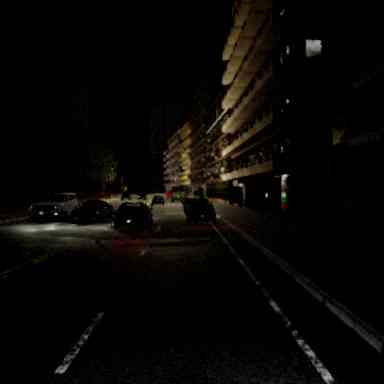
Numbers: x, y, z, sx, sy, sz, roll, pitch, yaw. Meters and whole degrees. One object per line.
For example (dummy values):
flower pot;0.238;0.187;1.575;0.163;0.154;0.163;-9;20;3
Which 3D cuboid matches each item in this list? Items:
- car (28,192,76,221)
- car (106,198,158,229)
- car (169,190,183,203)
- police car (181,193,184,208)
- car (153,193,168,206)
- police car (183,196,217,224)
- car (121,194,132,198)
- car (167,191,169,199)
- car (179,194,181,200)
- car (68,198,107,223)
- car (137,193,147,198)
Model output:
car;-10.365;1.053;25.397;2.150;2.045;5.566;0;0;-2
car;-3.478;1.349;20.315;2.128;1.511;4.902;0;0;-2
car;-2.475;0.820;57.610;2.150;2.045;5.566;0;0;-5
police car;0.135;1.186;33.284;1.930;1.638;5.238;0;0;-3
car;-4.913;1.211;48.399;2.033;1.411;5.357;0;0;-4
police car;0.566;1.257;23.206;1.930;1.638;5.238;0;0;-2
car;-13.181;1.064;66.874;1.812;1.442;4.674;0;0;-6
car;-4.799;0.576;80.010;2.150;2.045;5.566;0;0;-7
car;-0.189;1.225;39.219;1.837;1.490;4.892;0;0;-3
car;-7.067;1.313;24.156;1.882;1.535;5.008;0;0;-2
car;-9.760;1.051;65.324;1.837;1.490;4.892;0;1;-5
